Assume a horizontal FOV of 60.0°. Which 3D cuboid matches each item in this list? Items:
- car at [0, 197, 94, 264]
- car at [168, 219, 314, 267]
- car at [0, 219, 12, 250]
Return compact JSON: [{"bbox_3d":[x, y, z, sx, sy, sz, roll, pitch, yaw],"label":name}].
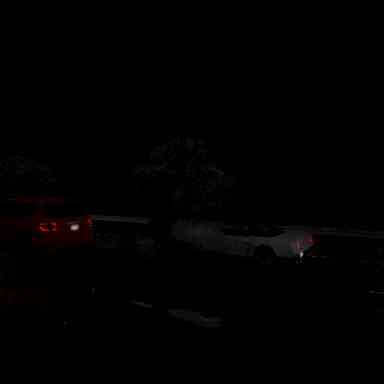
[{"bbox_3d":[-5.999,1.211,11.961,5.566,2.045,2.150,0,0,32],"label":"car"},{"bbox_3d":[1.493,1.585,11.316,4.718,1.301,1.895,0,0,34],"label":"car"},{"bbox_3d":[-7.082,1.487,8.491,4.902,1.511,2.128,0,0,32],"label":"car"}]
